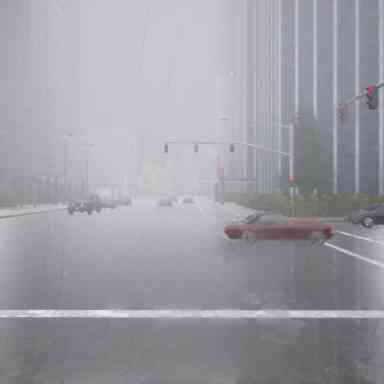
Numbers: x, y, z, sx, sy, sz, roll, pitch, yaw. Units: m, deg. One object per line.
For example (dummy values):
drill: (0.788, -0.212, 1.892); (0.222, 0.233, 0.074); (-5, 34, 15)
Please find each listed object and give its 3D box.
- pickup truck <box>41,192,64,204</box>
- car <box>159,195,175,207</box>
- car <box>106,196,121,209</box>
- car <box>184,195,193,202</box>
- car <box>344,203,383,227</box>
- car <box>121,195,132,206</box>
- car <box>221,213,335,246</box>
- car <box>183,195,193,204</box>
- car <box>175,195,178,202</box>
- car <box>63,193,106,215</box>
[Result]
pickup truck: (-24.331, 1.059, 59.937); (2.390, 2.098, 6.274); (0, 0, 30)
car: (-4.021, 1.525, 51.082); (1.812, 1.442, 4.674); (0, 0, 0)
car: (-11.176, 1.564, 44.316); (1.994, 1.385, 4.181); (0, 0, -1)
car: (-0.841, 1.387, 75.492); (1.882, 1.535, 5.008); (0, 0, 0)
car: (12.630, 1.505, 21.981); (4.892, 1.490, 1.837); (0, 0, 0)
car: (-11.251, 1.352, 54.523); (2.097, 1.767, 4.553); (0, 0, -1)
car: (3.696, 1.601, 14.763); (4.718, 1.301, 1.895); (0, 0, 0)
car: (-0.754, 1.526, 65.241); (1.812, 1.442, 4.674); (0, 0, 0)
car: (-4.332, 1.355, 74.927); (2.097, 1.767, 4.553); (0, 0, 0)
car: (-11.091, 1.221, 34.787); (2.150, 2.045, 5.566); (0, 0, -1)
